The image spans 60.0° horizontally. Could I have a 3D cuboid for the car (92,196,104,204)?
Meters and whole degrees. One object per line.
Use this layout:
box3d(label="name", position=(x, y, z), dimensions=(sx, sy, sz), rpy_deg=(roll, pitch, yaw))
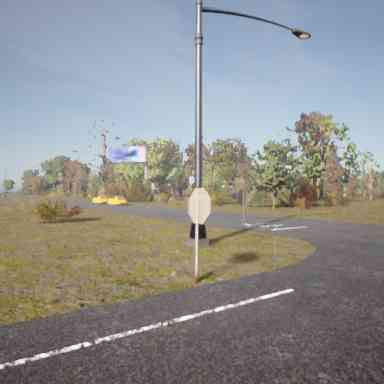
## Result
box3d(label="car", position=(-16.644, 1.387, 60.617), dimensions=(1.882, 1.535, 5.008), rpy_deg=(0, 0, -34))

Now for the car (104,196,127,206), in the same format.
box3d(label="car", position=(-12.101, 1.401, 53.852), dimensions=(1.882, 1.535, 5.008), rpy_deg=(0, 0, -33))
